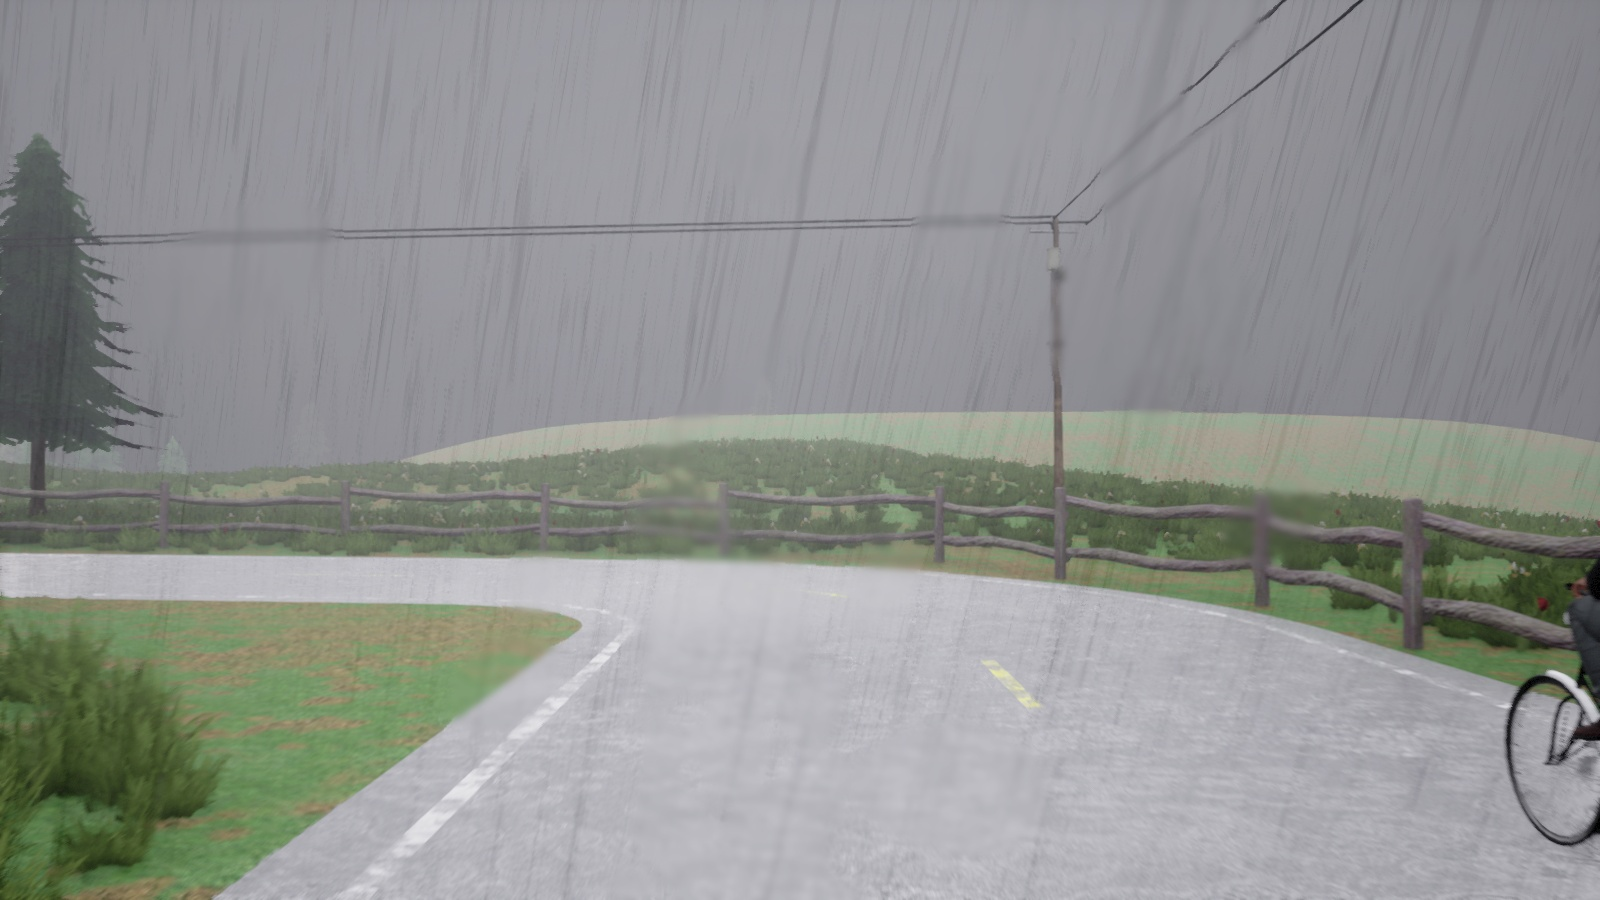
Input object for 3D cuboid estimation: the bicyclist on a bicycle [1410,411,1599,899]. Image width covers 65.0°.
[{"bbox_3d":[3.181,0.755,4.927,0.659,1.776,1.843,0,-1,0],"label":"bicyclist on a bicycle"}]
